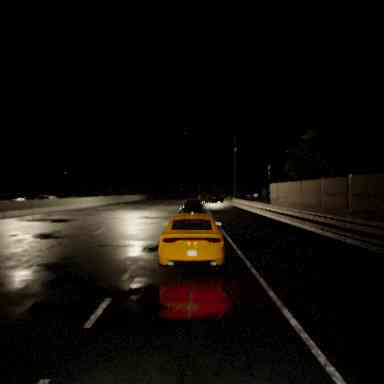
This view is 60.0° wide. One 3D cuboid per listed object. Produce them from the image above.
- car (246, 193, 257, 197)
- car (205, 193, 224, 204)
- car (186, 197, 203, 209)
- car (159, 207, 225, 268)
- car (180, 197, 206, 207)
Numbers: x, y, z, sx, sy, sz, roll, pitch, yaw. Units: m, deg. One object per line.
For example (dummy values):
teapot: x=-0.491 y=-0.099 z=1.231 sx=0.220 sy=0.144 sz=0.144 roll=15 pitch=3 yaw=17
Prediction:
car: x=15.067 y=1.595 z=87.280 sx=1.895 sy=1.301 sz=4.718 roll=0 pitch=1 yaw=20
car: x=4.242 y=1.205 z=61.946 sx=2.150 sy=2.045 sz=5.566 roll=0 pitch=0 yaw=24
car: x=0.394 y=1.466 z=45.885 sx=1.882 sy=1.535 sz=5.008 roll=0 pitch=0 yaw=4
car: x=0.005 y=1.474 z=11.261 sx=1.882 sy=1.535 sz=5.008 roll=0 pitch=0 yaw=0
car: x=0.046 y=1.497 z=29.468 sx=1.837 sy=1.490 sz=4.892 roll=0 pitch=0 yaw=0
